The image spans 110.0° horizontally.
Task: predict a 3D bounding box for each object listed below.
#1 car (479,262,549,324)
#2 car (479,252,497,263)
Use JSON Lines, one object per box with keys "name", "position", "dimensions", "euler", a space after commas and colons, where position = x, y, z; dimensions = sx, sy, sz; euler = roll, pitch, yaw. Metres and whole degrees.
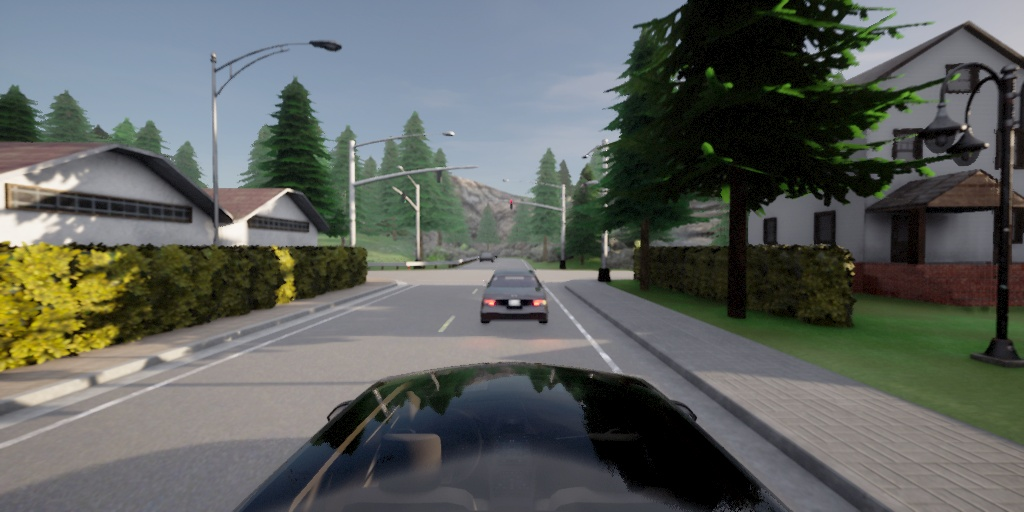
{"name": "car", "position": [0.071, 1.100, 11.011], "dimensions": [2.033, 1.411, 5.357], "euler": [0, 1, 0]}
{"name": "car", "position": [-3.570, 0.182, 51.095], "dimensions": [1.882, 1.535, 5.008], "euler": [0, 1, 0]}
